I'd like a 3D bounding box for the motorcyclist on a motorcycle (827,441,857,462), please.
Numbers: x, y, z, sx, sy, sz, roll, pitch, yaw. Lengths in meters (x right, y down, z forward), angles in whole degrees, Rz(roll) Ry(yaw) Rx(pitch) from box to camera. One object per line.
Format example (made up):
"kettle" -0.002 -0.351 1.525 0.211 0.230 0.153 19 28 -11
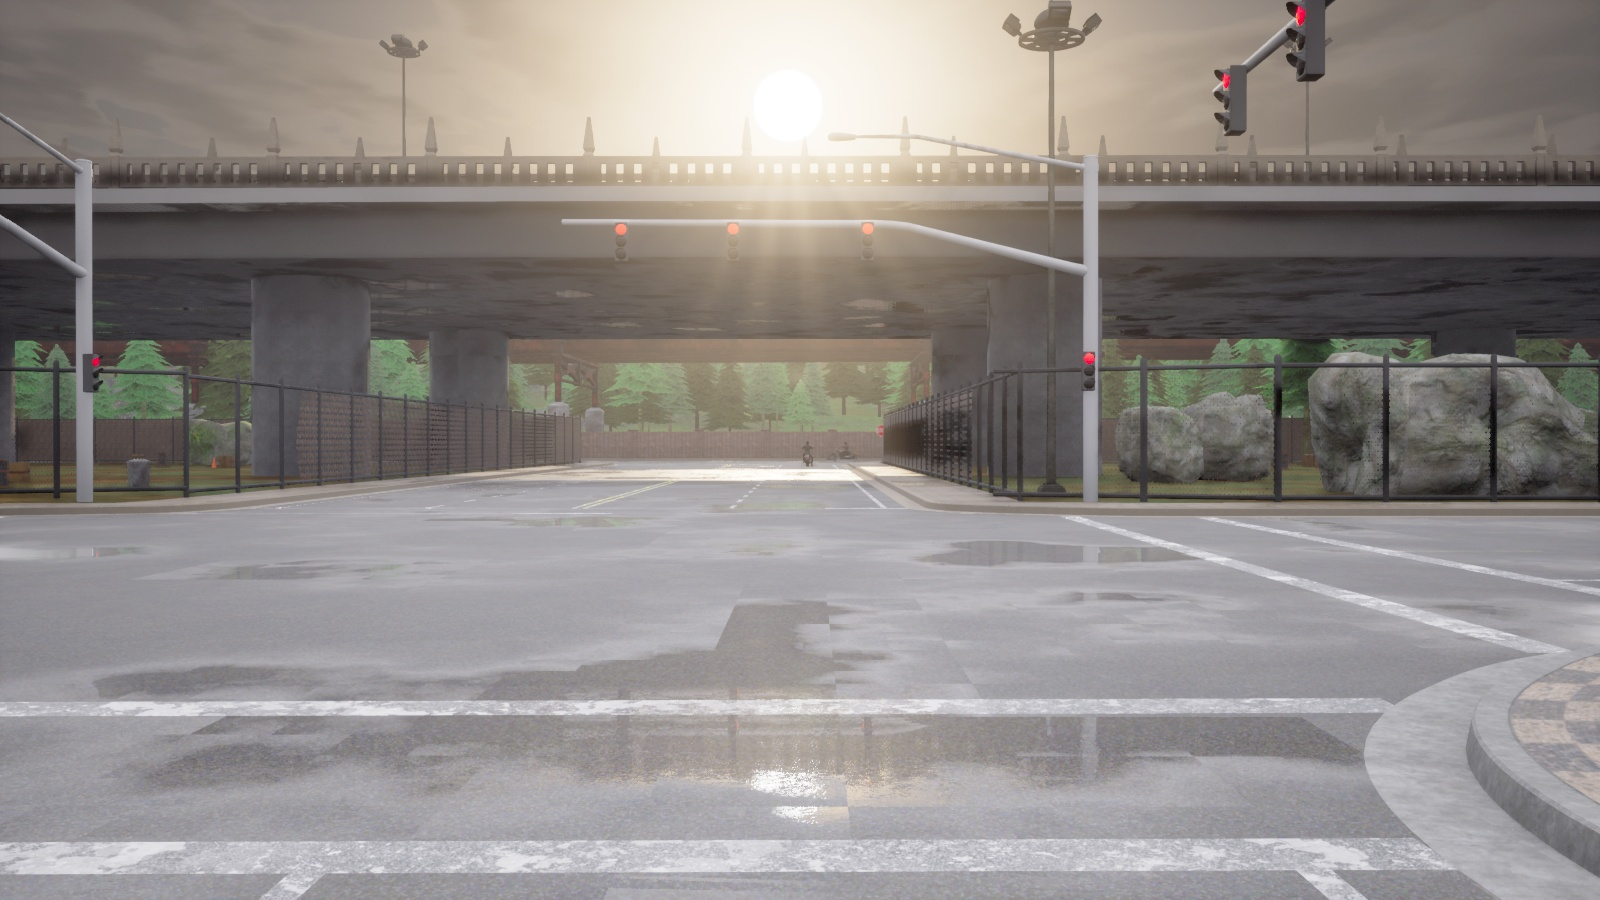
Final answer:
"motorcyclist on a motorcycle" 3.309 0.141 98.889 2.350 1.649 0.766 0 1 -4
